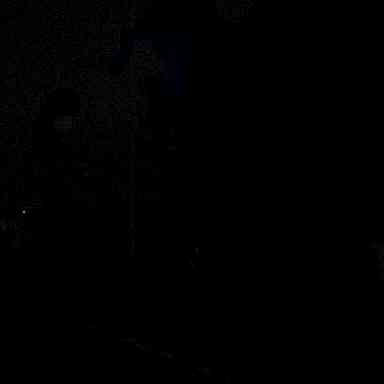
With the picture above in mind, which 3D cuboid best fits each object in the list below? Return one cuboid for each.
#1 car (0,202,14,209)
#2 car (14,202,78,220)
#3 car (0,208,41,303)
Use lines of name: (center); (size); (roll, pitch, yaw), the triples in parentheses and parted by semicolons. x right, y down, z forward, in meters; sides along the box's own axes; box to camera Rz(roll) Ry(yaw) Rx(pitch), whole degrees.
car: (-14.900, 1.432, 25.635); (1.994, 1.385, 4.181); (0, 0, 36)
car: (-11.064, 1.423, 25.911); (1.994, 1.385, 4.181); (0, 0, 36)
car: (-5.542, 1.315, 6.758); (5.009, 1.841, 2.192); (0, 0, 35)
